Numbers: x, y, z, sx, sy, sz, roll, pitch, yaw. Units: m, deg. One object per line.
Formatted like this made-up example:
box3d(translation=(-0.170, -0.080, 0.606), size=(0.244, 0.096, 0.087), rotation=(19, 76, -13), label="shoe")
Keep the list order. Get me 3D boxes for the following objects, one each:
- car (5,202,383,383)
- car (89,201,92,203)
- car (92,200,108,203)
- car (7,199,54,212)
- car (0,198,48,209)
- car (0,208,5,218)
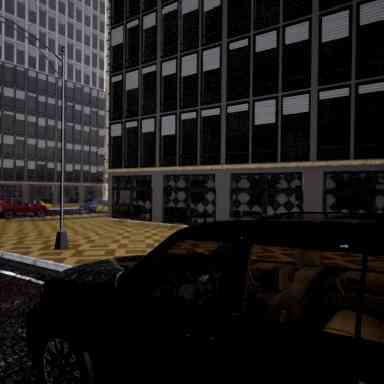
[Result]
box3d(translation=(0.717, 1.221, 3.172), size=(5.566, 2.045, 2.150), rotation=(0, 0, 36), label="car")
box3d(translation=(-12.670, 1.775, 45.342), size=(2.033, 1.411, 5.357), rotation=(1, 0, 37), label="car")
box3d(translation=(-9.269, 1.828, 40.230), size=(1.752, 1.417, 4.829), rotation=(1, 0, 37), label="car")
box3d(translation=(-19.564, 1.641, 40.427), size=(1.752, 1.417, 4.829), rotation=(1, 0, 37), label="car")
box3d(translation=(-16.097, 1.517, 31.041), size=(2.192, 1.841, 5.009), rotation=(1, 0, 37), label="car")
box3d(translation=(-7.263, 1.347, 8.895), size=(4.553, 1.767, 2.097), rotation=(0, 0, 36), label="car")
